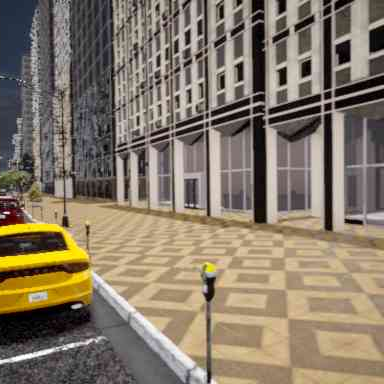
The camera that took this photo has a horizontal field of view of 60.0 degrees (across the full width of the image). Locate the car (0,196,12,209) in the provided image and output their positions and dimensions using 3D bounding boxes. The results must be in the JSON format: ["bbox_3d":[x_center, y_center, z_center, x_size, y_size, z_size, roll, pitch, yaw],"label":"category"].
[{"bbox_3d":[-23.962,1.310,42.077,2.008,1.369,4.403,-2,1,-30],"label":"car"}]

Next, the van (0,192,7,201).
[{"bbox_3d":[-40.848,0.936,71.703,1.690,1.788,3.998,-2,1,-30],"label":"van"}]

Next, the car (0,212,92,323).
[{"bbox_3d":[-3.549,1.418,7.165,1.882,1.535,5.008,-2,1,-30],"label":"car"}]

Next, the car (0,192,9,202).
[{"bbox_3d":[-38.036,0.937,66.764,2.192,1.841,5.009,-2,1,-30],"label":"car"}]

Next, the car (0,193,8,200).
[{"bbox_3d":[-43.659,1.007,76.644,1.967,1.590,4.097,-2,1,-30],"label":"car"}]

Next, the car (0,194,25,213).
[{"bbox_3d":[-9.902,1.210,17.380,2.192,1.841,5.009,-2,1,-30],"label":"car"}]
